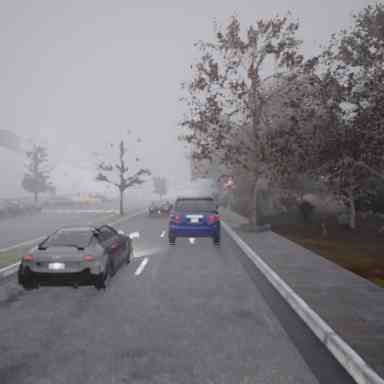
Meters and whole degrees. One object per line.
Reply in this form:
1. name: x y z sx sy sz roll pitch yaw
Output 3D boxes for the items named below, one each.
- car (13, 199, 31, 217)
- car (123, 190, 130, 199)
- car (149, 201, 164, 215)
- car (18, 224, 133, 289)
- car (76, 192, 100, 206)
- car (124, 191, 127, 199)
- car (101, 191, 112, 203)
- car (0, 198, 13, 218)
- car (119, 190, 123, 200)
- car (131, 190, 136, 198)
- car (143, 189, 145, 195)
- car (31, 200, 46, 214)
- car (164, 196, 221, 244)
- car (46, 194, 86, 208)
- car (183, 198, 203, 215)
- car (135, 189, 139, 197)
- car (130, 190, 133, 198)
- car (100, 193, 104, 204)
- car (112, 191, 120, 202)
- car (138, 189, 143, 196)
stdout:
1. car: -16.844 1.424 28.671 4.674 1.452 2.002 -1 1 -20
2. car: -16.848 0.848 73.702 4.553 1.767 2.185 -1 1 -20
3. car: -2.896 1.479 31.621 1.895 1.301 4.718 0 0 0
4. car: -2.899 1.550 9.131 1.994 1.385 4.181 0 0 0
5. car: -17.005 1.272 49.618 5.366 1.575 1.946 -1 1 -20
6. car: -16.821 1.070 70.716 4.674 1.452 2.002 -1 1 -20
7. car: -16.807 0.978 55.709 5.566 2.045 2.435 -1 0 -20
8. car: -16.823 1.273 25.698 4.553 1.767 2.185 -1 1 -20
9. car: -16.851 0.871 64.689 5.566 2.045 2.435 -1 1 -20
10. car: -16.805 0.853 79.714 5.008 1.535 2.097 -1 2 -20
11. car: -16.629 0.598 91.783 5.366 1.575 1.946 -1 1 -20
12. car: -16.821 1.397 31.689 4.792 1.488 2.163 -1 0 -20
13. car: 0.102 1.179 15.584 2.150 2.045 5.566 0 0 0
14. car: -16.812 1.335 43.695 4.792 1.488 2.163 -1 0 -20
15. car: 0.104 1.372 33.310 1.837 1.490 4.892 0 0 0
16. car: -16.781 0.755 85.730 4.792 1.488 2.163 -1 1 -20
17. car: -16.816 0.955 76.715 4.674 1.452 2.002 -1 1 -20
18. car: -16.836 1.291 52.692 4.674 1.452 2.002 -1 0 -20
19. car: -16.653 1.156 61.764 5.366 1.575 1.946 -1 0 -20
20. car: -16.784 0.414 88.727 5.566 2.045 2.435 -1 1 -20
